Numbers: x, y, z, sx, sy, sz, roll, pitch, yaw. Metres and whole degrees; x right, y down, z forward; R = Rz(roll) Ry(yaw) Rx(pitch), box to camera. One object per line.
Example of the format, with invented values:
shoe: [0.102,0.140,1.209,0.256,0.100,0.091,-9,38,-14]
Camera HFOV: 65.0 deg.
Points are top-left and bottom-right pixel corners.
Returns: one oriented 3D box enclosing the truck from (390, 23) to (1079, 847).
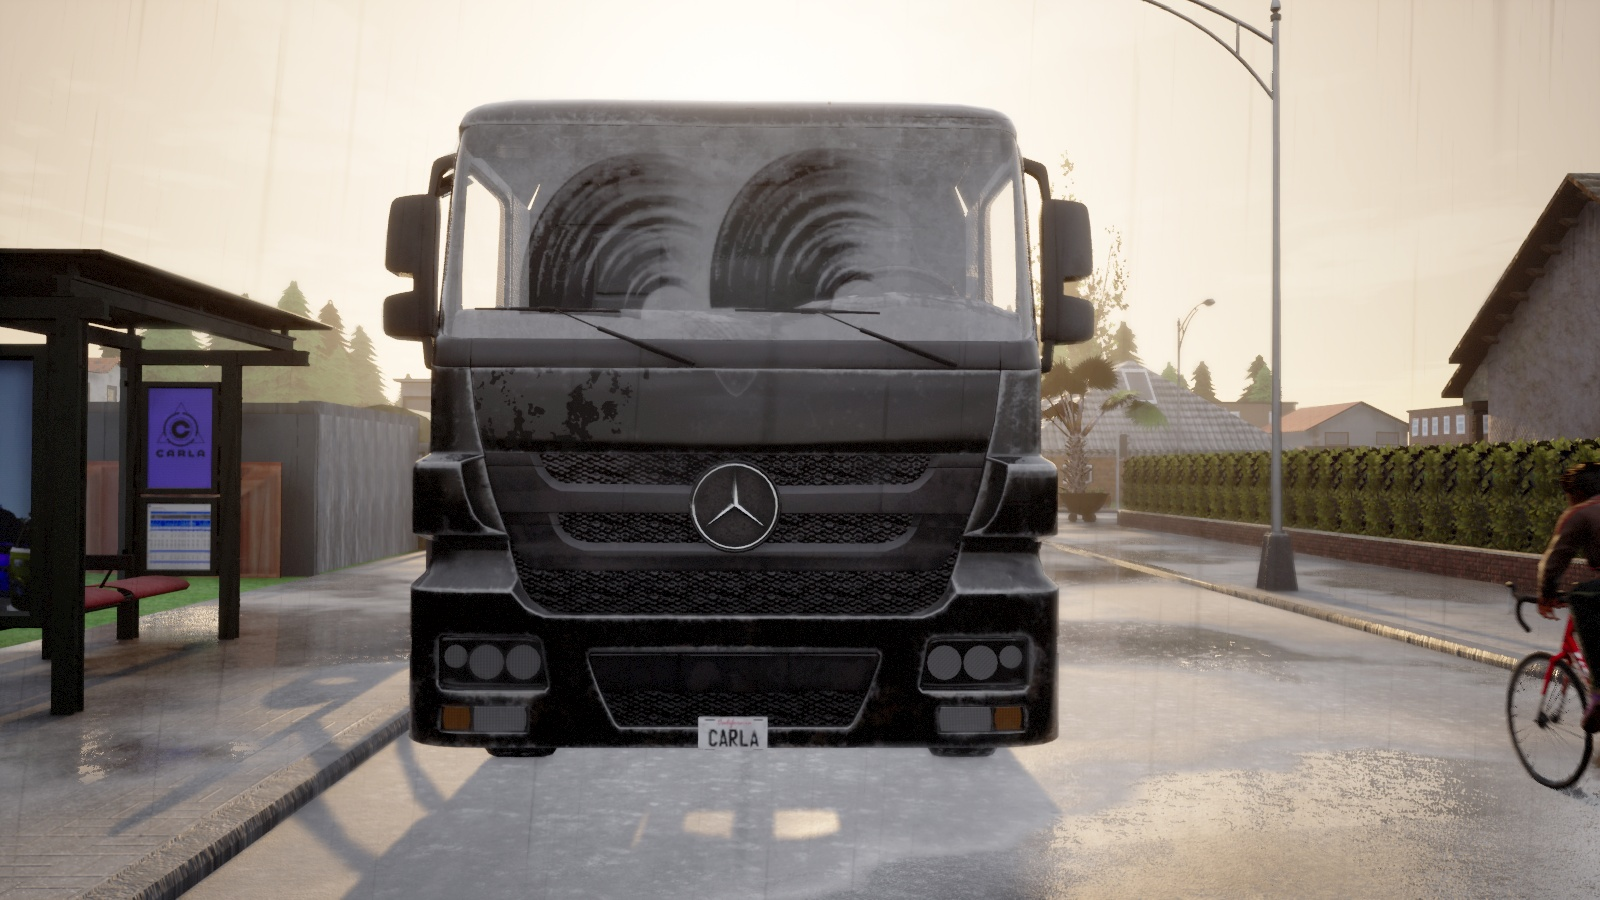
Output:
truck: [-0.345,-0.011,9.266,2.891,3.462,7.936,0,-1,-1]

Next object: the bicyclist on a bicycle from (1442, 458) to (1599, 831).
bicyclist on a bicycle: [3.749,0.851,5.869,0.582,1.620,1.656,0,-1,-2]
